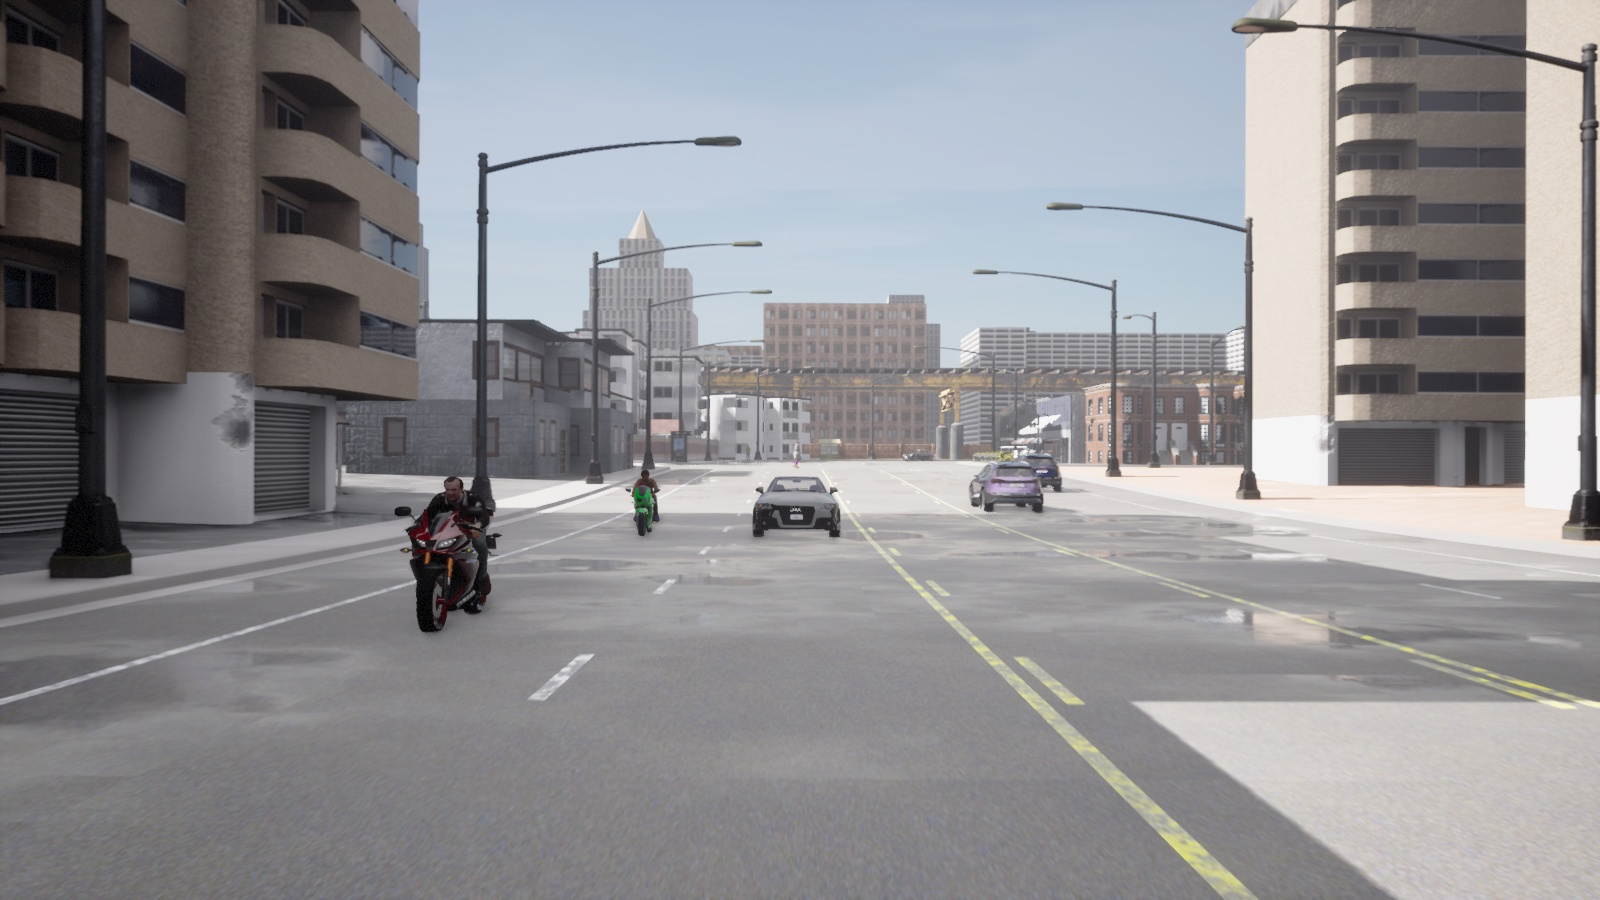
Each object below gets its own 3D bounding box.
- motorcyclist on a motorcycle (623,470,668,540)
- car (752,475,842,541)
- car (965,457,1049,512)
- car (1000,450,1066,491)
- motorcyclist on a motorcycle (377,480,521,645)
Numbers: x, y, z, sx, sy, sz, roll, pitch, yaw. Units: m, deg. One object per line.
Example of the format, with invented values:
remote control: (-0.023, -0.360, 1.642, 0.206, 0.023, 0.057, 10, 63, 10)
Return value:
motorcyclist on a motorcycle: (-3.568, 1.244, 29.113, 0.797, 1.523, 2.044, 0, 0, 0)
car: (-0.069, 1.316, 29.791, 1.994, 1.385, 4.181, 0, 0, 0)
car: (6.900, 1.116, 42.341, 2.033, 1.649, 4.856, 0, 1, 0)
car: (10.367, 0.857, 56.146, 2.033, 1.649, 4.856, 0, 1, 0)
motorcyclist on a motorcycle: (-3.530, 1.077, 12.866, 0.866, 1.530, 2.191, 0, -1, 0)
